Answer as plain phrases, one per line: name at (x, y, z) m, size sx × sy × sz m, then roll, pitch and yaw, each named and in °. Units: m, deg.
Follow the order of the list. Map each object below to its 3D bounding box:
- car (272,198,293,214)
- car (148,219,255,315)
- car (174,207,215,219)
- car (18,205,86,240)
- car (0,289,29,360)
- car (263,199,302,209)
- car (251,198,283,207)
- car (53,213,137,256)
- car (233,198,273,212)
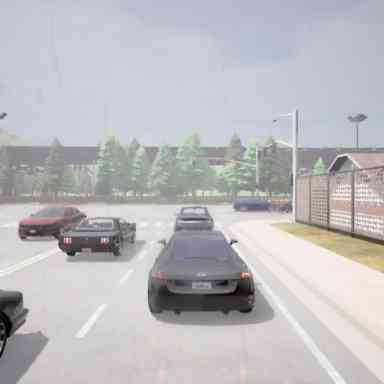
car at (11.168, 1.519, 34.636) m, size 4.674 × 1.442 × 1.812 m, roll 0°, pitch 0°, yaw -2°
car at (0.147, 1.563, 7.653) m, size 1.994 × 1.385 × 4.181 m, roll 0°, pitch 0°, yaw -1°
car at (0.119, 1.489, 16.556) m, size 2.128 × 1.511 × 4.902 m, roll 0°, pitch 0°, yaw 1°
car at (-7.021, 1.474, 17.195) m, size 1.882 × 1.535 × 5.008 m, roll 0°, pitch 0°, yaw 0°
car at (-3.399, 1.547, 2.579) m, size 2.033 × 1.411 × 5.357 m, roll 0°, pitch 0°, yaw 0°
car at (12.289, 1.593, 45.343) m, size 4.718 × 1.301 × 1.895 m, roll 0°, pitch 0°, yaw -3°
car at (11.752, 1.591, 52.362) m, size 4.718 × 1.301 × 1.895 m, roll 0°, pitch 0°, yaw -2°
car at (-3.398, 1.598, 12.973) m, size 1.895 × 1.301 × 4.718 m, roll 0°, pitch 0°, yaw 0°
car at (7.183, 1.471, 38.017) m, size 5.008 × 1.535 × 1.882 m, roll 0°, pitch 0°, yaw -2°
